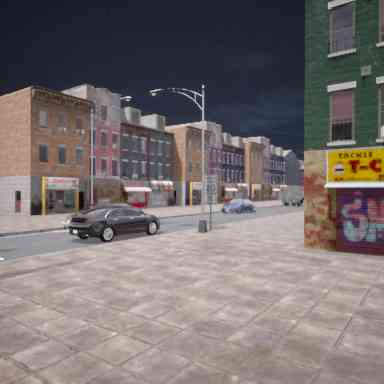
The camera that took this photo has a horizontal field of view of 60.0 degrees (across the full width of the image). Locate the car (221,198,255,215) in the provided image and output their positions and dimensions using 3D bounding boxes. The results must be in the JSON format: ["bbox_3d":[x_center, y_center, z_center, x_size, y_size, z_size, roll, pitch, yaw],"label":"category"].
[{"bbox_3d":[4.604,1.358,32.487,1.812,1.442,4.674,0,1,36],"label":"car"}]

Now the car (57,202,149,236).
[{"bbox_3d":[-4.926,1.410,19.202,2.128,1.511,4.902,0,0,36],"label":"car"}]

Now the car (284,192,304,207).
[{"bbox_3d":[14.668,1.024,46.385,2.150,2.045,5.566,0,0,36],"label":"car"}]

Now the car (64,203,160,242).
[{"bbox_3d":[-3.580,1.443,16.193,1.837,1.490,4.892,0,0,36],"label":"car"}]
